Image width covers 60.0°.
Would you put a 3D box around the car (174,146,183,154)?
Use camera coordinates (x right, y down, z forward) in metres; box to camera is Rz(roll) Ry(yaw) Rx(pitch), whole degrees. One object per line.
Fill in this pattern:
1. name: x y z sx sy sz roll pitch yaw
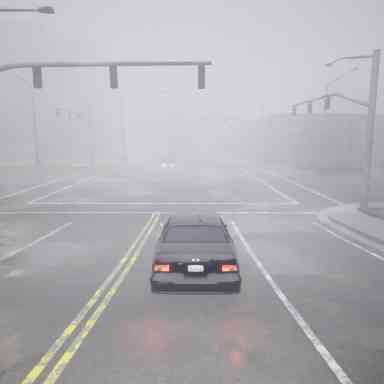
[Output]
1. car: -3.446 -8.516 71.208 2.033 1.411 5.357 0 9 0

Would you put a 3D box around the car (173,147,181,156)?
1. car: -3.521 -6.892 61.013 1.837 1.490 4.892 0 9 0

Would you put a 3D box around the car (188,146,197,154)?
1. car: 0.061 -10.320 81.097 2.097 1.767 4.553 0 9 0

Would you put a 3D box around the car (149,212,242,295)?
1. car: 0.081 1.217 8.409 2.033 1.411 5.357 0 4 0

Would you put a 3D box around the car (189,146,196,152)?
1. car: 0.069 -11.807 91.155 1.994 1.385 4.181 0 9 0

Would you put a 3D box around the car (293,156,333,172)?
1. car: 13.831 -3.197 37.338 4.553 1.767 2.097 0 9 0

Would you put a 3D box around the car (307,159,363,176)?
1. car: 14.691 -2.387 33.918 4.718 1.301 1.895 0 9 0

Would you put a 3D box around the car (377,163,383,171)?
1. car: 23.554 -2.946 37.339 4.718 1.301 1.895 0 9 0

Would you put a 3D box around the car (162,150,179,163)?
1. car: -3.557 -5.306 51.535 2.033 1.411 5.357 0 9 0
